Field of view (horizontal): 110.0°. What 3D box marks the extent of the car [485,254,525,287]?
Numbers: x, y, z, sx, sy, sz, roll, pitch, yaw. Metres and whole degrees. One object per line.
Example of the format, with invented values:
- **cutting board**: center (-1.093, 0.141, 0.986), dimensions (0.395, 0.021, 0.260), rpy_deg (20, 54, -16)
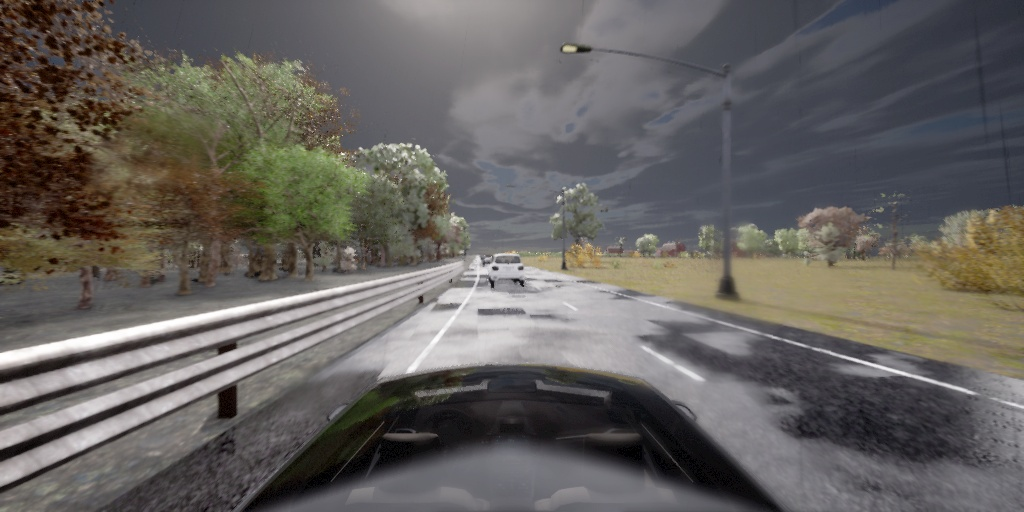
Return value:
- **car**: center (-0.453, 0.875, 23.878), dimensions (2.150, 2.045, 5.566), rpy_deg (0, 0, -5)
